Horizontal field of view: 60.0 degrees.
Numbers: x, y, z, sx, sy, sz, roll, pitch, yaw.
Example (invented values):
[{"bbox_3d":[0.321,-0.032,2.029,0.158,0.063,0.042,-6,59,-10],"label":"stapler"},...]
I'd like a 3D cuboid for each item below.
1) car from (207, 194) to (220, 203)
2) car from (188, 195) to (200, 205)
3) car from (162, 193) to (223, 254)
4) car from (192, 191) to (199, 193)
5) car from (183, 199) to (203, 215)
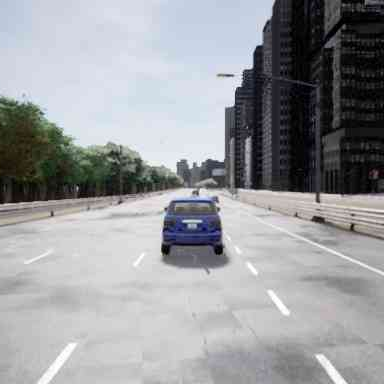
[{"bbox_3d":[4.003,1.173,63.326,2.128,1.511,4.902,0,0,1],"label":"car"},{"bbox_3d":[0.282,1.267,53.223,1.837,1.490,4.892,0,0,1],"label":"car"},{"bbox_3d":[0.014,1.205,13.604,2.150,2.045,5.566,0,0,0],"label":"car"},{"bbox_3d":[0.550,1.152,73.780,1.994,1.385,4.181,0,0,1],"label":"car"},{"bbox_3d":[0.106,1.431,33.213,1.812,1.442,4.674,0,0,0],"label":"car"}]
